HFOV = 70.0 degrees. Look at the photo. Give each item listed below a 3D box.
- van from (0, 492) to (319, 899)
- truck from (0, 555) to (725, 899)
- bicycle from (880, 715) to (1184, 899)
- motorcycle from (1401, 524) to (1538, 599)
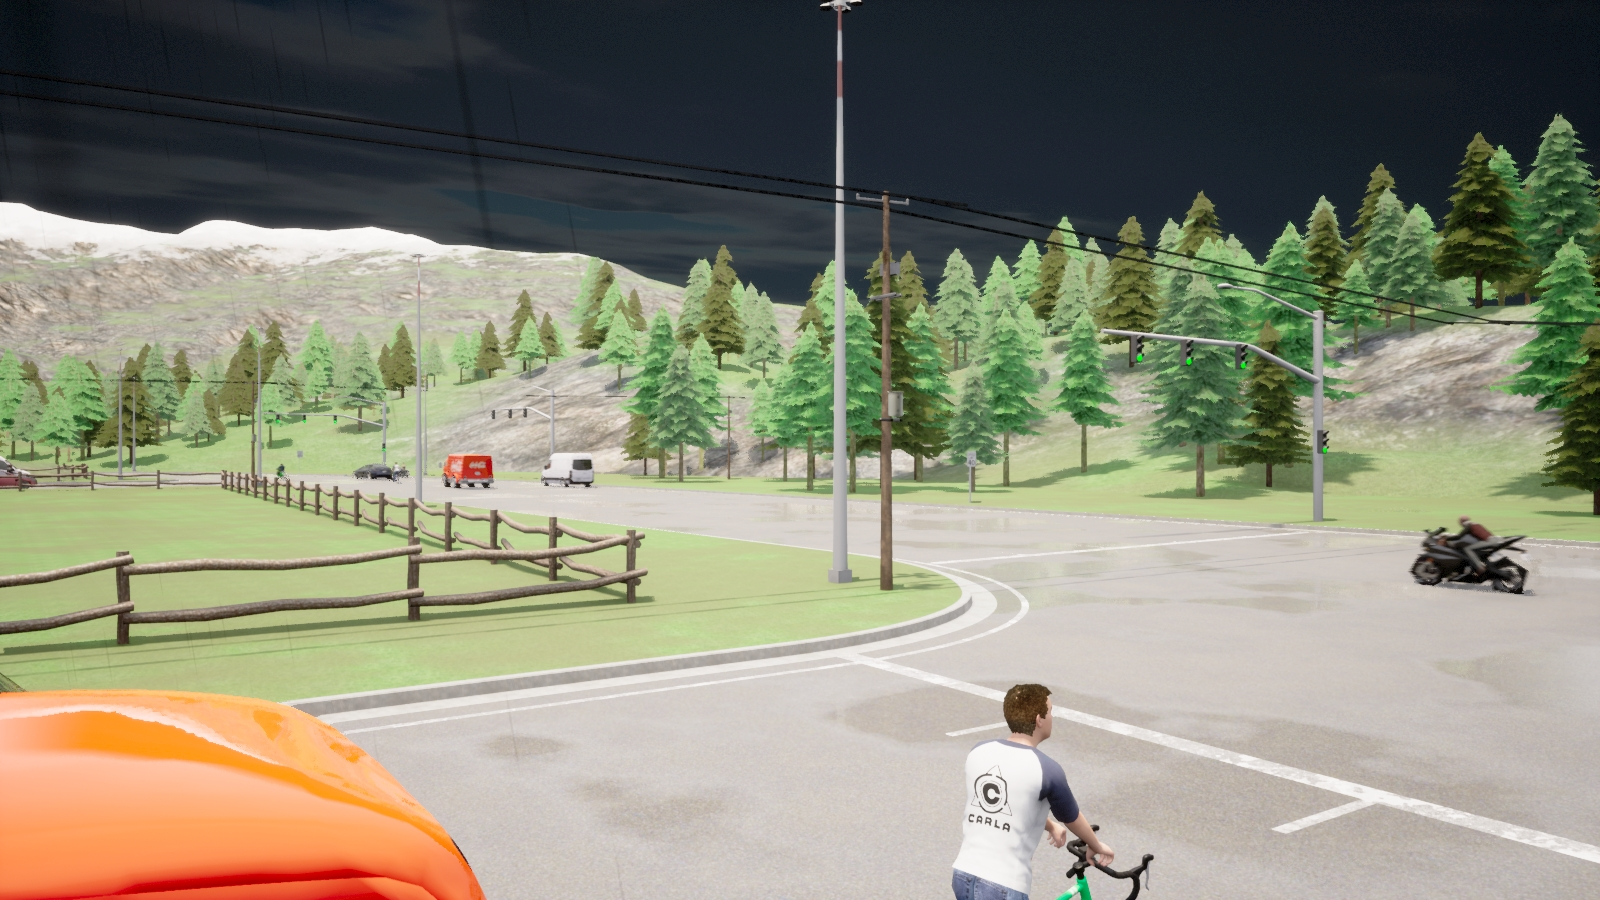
[{"bbox_3d":[-5.215,1.535,4.399,5.915,2.561,1.988,0,0,-35],"label":"van"},{"bbox_3d":[-3.062,1.541,1.721,5.204,2.467,2.627,2,-1,-34],"label":"truck"},{"bbox_3d":[1.060,2.053,4.957,1.643,1.496,0.373,0,0,-41],"label":"bicycle"},{"bbox_3d":[13.329,2.189,22.812,0.867,1.251,2.209,0,0,-35],"label":"motorcycle"}]
